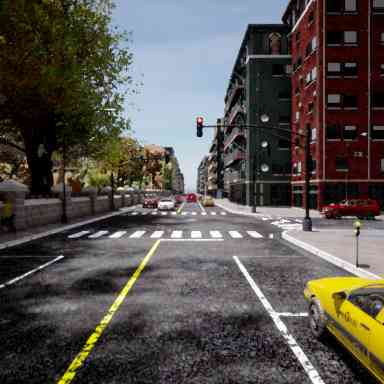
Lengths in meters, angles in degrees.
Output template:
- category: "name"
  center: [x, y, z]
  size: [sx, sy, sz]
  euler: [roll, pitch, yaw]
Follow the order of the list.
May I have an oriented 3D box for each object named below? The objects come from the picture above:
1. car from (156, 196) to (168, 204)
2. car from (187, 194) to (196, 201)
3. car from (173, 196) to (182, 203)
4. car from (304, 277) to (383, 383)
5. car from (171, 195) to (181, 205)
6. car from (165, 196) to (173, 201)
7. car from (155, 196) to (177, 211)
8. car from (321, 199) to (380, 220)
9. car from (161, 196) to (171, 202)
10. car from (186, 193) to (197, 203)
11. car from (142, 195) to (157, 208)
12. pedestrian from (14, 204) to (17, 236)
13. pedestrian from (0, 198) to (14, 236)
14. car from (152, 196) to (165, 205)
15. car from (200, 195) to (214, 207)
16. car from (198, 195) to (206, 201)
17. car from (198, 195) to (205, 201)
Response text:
- category: "car"
  center: [-5.796, 1.566, 63.685]
  size: [1.887, 1.381, 4.507]
  euler: [0, 0, 0]
- category: "car"
  center: [-0.133, 1.306, 82.796]
  size: [2.097, 1.767, 4.553]
  euler: [0, 0, 0]
- category: "car"
  center: [-3.113, 1.545, 70.838]
  size: [1.812, 1.442, 4.674]
  euler: [0, 0, 0]
- category: "car"
  center: [2.682, 1.525, 3.698]
  size: [1.752, 1.417, 4.829]
  euler: [0, 0, 0]
- category: "car"
  center: [-3.176, 1.559, 50.821]
  size: [2.033, 1.411, 5.357]
  euler: [0, 0, 0]
- category: "car"
  center: [-5.831, 1.624, 85.826]
  size: [1.802, 1.307, 4.206]
  euler: [0, 0, 0]
- category: "car"
  center: [-3.135, 1.532, 41.186]
  size: [1.812, 1.442, 4.674]
  euler: [0, 0, -1]
- category: "car"
  center: [14.566, 1.591, 30.539]
  size: [5.009, 1.841, 2.192]
  euler: [1, -1, 0]
- category: "car"
  center: [-5.814, 1.613, 74.755]
  size: [1.802, 1.307, 4.206]
  euler: [0, 0, 0]
- category: "car"
  center: [-0.116, 1.245, 72.436]
  size: [2.150, 2.045, 5.566]
  euler: [0, 0, 0]
- category: "car"
  center: [-5.770, 1.324, 47.080]
  size: [2.192, 1.841, 5.009]
  euler: [0, 0, 0]
- category: "pedestrian"
  center: [-8.872, 1.141, 16.294]
  size: [0.375, 1.860, 0.375]
  euler: [0, 0, 0]
- category: "pedestrian"
  center: [-8.758, 1.143, 15.615]
  size: [0.375, 1.860, 0.375]
  euler: [0, 0, 0]
- category: "car"
  center: [-5.788, 1.457, 58.150]
  size: [1.967, 1.590, 4.097]
  euler: [0, 0, 0]
- category: "car"
  center: [2.602, 1.538, 52.799]
  size: [1.752, 1.417, 4.829]
  euler: [0, 0, 0]
- category: "car"
  center: [2.549, 1.587, 85.840]
  size: [1.887, 1.381, 4.507]
  euler: [0, 0, 0]
- category: "car"
  center: [2.540, 1.593, 91.375]
  size: [1.887, 1.381, 4.507]
  euler: [0, 0, 0]
